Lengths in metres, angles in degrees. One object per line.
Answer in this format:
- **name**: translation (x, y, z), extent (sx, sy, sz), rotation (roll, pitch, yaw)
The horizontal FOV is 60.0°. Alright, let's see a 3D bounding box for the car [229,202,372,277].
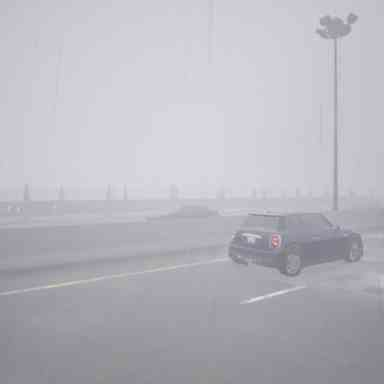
- **car**: translation (3.377, 1.353, 10.455), extent (4.553, 1.767, 2.097), rotation (0, 0, -35)

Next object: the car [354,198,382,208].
- **car**: translation (21.236, 1.509, 40.567), extent (4.892, 1.490, 1.837), rotation (0, 0, -35)

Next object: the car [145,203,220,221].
- **car**: translation (-0.532, 1.480, 20.805), extent (5.008, 1.535, 1.882), rotation (0, 0, -35)
